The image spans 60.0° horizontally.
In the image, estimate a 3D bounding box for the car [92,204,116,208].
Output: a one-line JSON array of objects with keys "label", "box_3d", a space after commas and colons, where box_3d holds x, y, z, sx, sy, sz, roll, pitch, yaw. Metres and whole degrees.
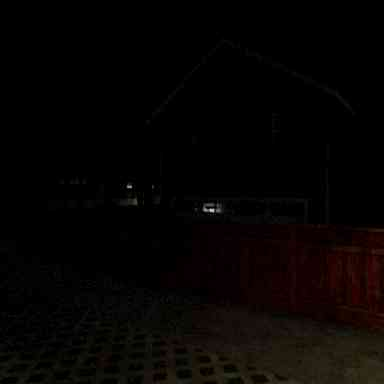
[{"label": "car", "box_3d": [-7.650, 1.763, 30.031, 1.812, 1.442, 4.674, 0, -1, 15]}]
